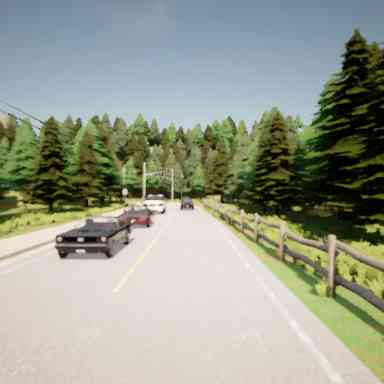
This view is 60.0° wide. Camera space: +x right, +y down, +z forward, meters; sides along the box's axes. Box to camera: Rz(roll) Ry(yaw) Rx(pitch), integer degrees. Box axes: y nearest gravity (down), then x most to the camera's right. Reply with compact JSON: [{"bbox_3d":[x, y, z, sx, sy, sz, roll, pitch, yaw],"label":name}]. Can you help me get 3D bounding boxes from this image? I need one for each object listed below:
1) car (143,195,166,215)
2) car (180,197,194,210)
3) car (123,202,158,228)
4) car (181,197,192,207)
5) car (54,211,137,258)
[{"bbox_3d":[-3.997,1.318,36.189,2.150,2.045,5.566,0,0,-1],"label":"car"},{"bbox_3d":[-0.650,1.652,44.707,1.812,1.442,4.674,0,0,-2],"label":"car"},{"bbox_3d":[-3.674,1.613,22.709,1.994,1.385,4.181,0,0,-1],"label":"car"},{"bbox_3d":[-0.936,1.660,55.005,1.837,1.490,4.892,0,0,-2],"label":"car"},{"bbox_3d":[-3.614,1.623,12.997,1.895,1.301,4.718,0,0,0],"label":"car"}]
